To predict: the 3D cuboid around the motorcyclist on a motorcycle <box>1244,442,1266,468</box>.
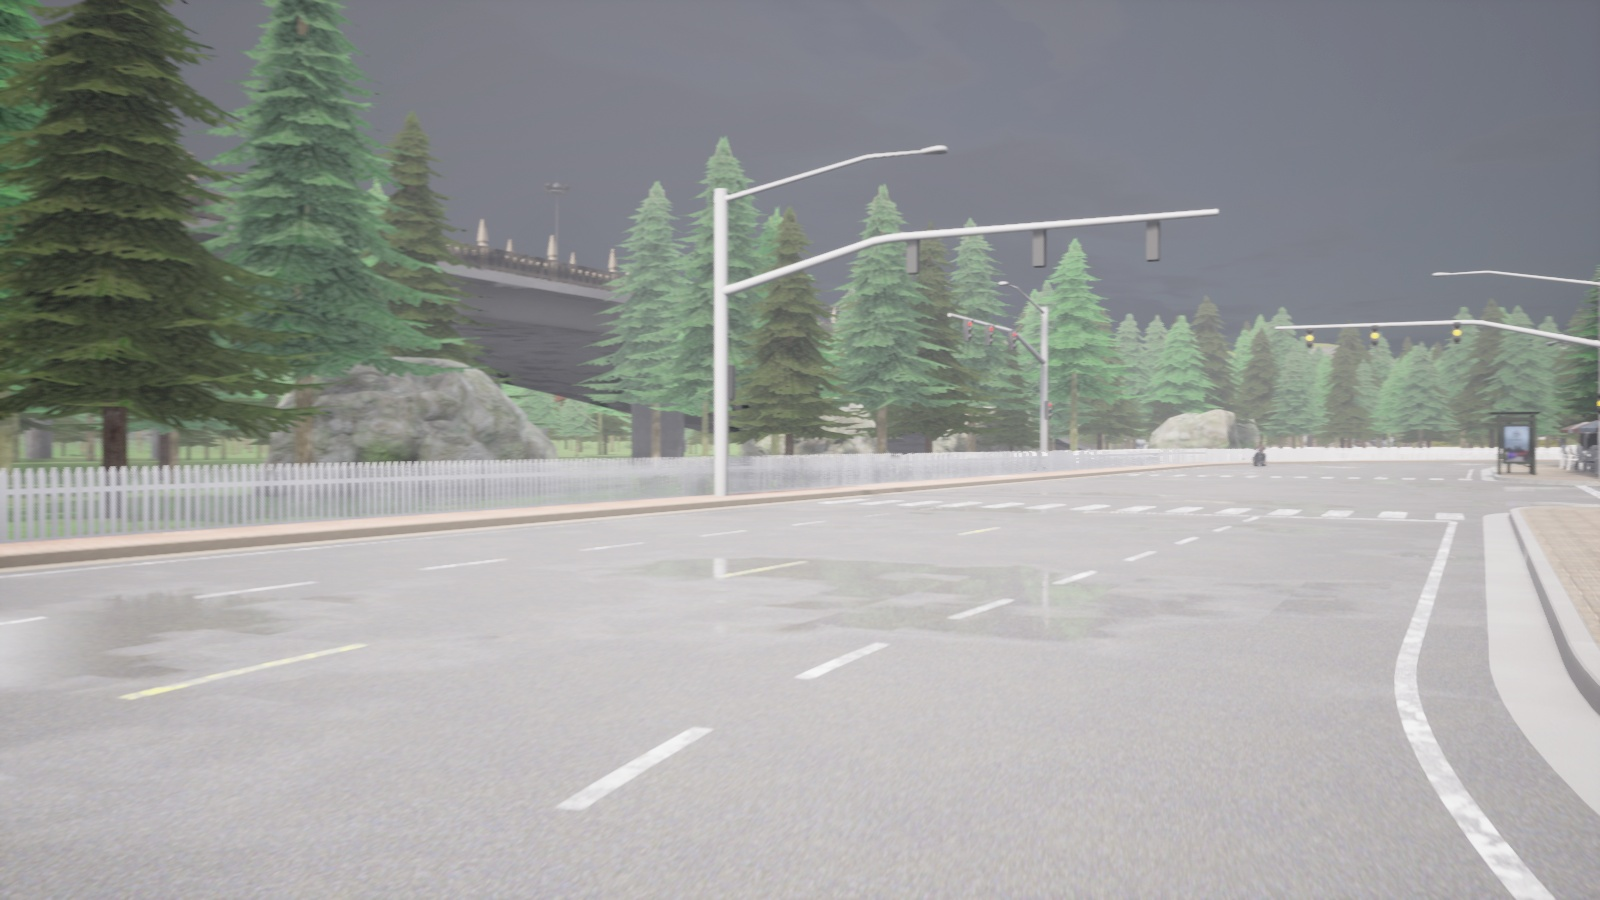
[{"bbox_3d":[29.055,0.313,80.197,0.766,1.649,2.350,1,1,35],"label":"motorcyclist on a motorcycle"}]
